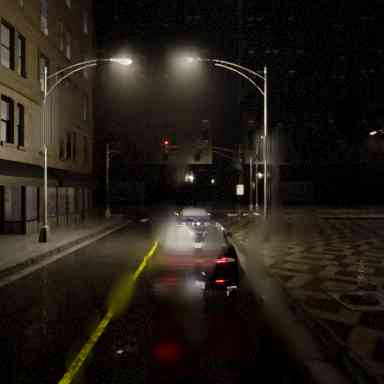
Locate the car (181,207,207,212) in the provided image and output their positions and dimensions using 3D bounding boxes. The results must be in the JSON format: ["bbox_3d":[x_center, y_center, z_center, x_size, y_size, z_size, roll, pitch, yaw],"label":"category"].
[{"bbox_3d":[0.096,1.547,18.612,2.033,1.411,5.357,0,0,-2],"label":"car"}]

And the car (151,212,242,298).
[{"bbox_3d":[0.088,1.491,8.501,2.128,1.511,4.902,0,0,0],"label":"car"}]
